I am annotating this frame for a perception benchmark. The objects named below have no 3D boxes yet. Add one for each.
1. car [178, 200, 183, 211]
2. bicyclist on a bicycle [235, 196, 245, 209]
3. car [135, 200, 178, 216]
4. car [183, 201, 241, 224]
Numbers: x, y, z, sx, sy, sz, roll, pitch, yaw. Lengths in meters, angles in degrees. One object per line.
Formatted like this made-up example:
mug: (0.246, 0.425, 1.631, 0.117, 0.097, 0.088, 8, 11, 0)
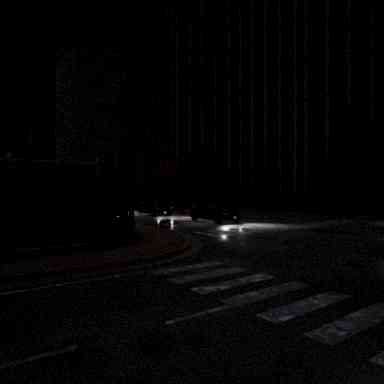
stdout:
car: (-1.806, 1.544, 35.760, 1.895, 1.301, 4.718, 0, 0, -36)
bicyclist on a bicycle: (5.717, 1.243, 39.470, 1.656, 1.620, 0.582, 0, 0, -36)
car: (-3.709, 1.544, 32.051, 1.895, 1.301, 4.718, 0, 0, -36)
car: (1.585, 1.469, 24.651, 1.812, 1.442, 4.674, 0, 0, -36)
